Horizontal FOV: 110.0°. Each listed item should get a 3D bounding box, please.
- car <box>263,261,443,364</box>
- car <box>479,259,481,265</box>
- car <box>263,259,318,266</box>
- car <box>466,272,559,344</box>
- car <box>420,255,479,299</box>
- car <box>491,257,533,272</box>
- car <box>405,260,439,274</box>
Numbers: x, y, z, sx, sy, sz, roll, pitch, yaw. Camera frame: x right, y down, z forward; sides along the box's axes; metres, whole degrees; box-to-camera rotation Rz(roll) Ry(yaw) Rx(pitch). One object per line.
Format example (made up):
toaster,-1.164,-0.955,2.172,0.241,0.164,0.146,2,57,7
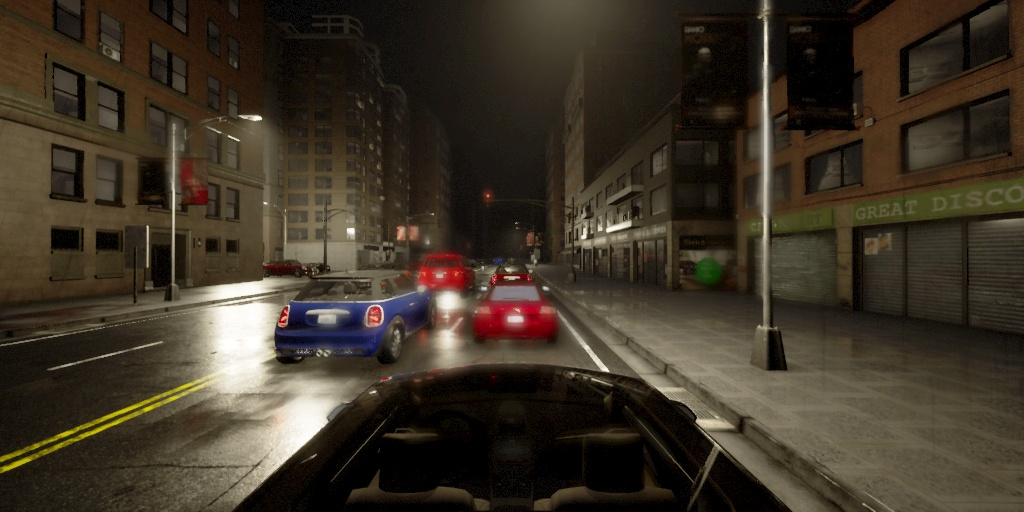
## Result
car,-3.147,1.102,8.249,2.097,1.767,4.553,0,0,0
car,-6.591,1.317,56.722,2.033,1.411,5.357,0,0,0
car,-20.793,1.100,33.570,4.553,1.767,2.097,0,0,2
car,0.092,1.314,9.633,1.994,1.385,4.181,0,0,0
car,-3.150,0.973,18.288,2.150,2.045,5.566,0,0,0
car,0.000,1.103,18.251,2.097,1.767,4.553,0,0,0
car,-10.520,1.238,42.367,1.882,1.535,5.008,1,0,12
